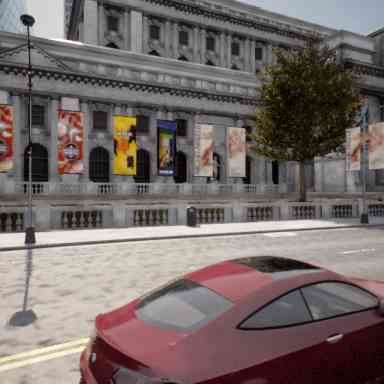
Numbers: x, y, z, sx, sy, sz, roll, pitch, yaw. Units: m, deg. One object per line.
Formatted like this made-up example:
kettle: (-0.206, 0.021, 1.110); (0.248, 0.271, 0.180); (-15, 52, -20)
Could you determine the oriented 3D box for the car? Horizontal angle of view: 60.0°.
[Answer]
car: (1.118, 1.525, 3.963); (4.674, 1.442, 1.812); (0, 0, -30)
